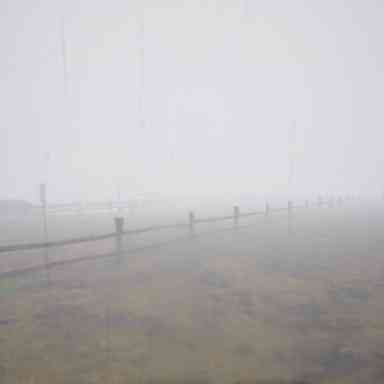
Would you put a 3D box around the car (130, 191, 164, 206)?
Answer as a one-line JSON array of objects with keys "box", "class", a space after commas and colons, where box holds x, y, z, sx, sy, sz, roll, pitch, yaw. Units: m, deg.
[{"box": [-6.517, 0.935, 48.636, 2.150, 2.045, 5.566, 1, 1, 36], "class": "car"}]

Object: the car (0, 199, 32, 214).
[{"box": [-18.214, 1.455, 32.472, 1.837, 1.490, 4.892, 1, 1, 36], "class": "car"}]
